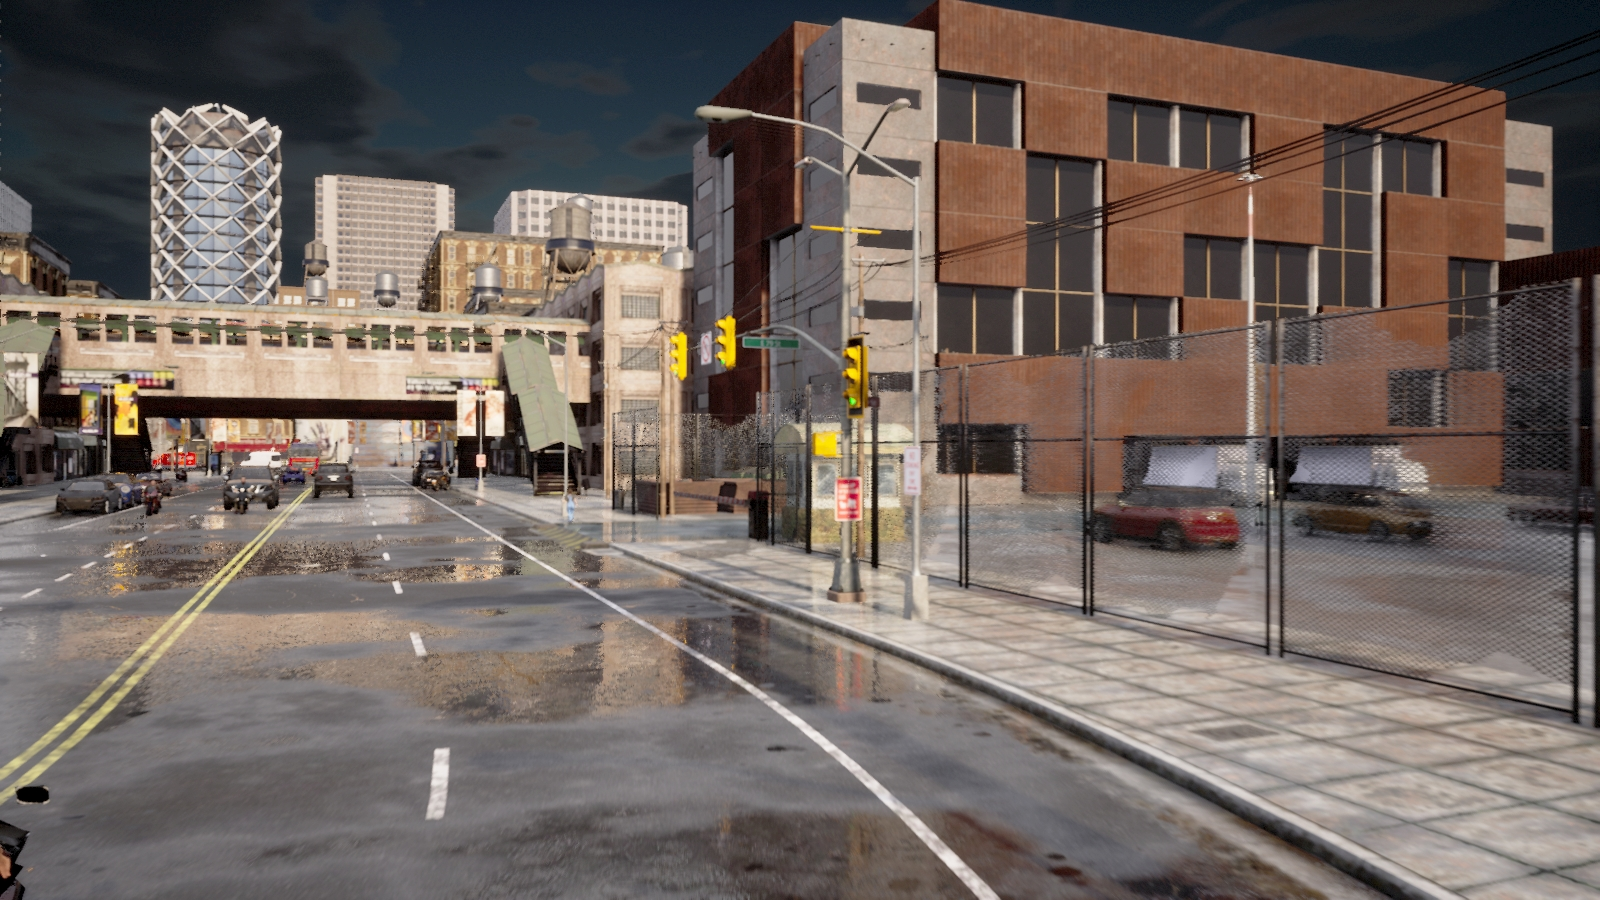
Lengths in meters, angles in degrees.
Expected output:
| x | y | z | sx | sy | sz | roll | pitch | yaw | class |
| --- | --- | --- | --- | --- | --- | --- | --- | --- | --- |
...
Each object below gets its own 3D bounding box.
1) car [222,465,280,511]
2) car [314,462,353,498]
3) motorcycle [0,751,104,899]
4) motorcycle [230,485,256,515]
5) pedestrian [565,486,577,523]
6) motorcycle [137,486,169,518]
| x | y | z | sx | sy | sz | roll | pitch | yaw | class |
| --- | --- | --- | --- | --- | --- | --- | --- | --- | --- |
| -26.512 | 1.786 | 55.359 | 2.150 | 2.045 | 5.566 | 0 | 0 | -22 | car |
| -28.212 | 1.786 | 69.196 | 2.150 | 2.045 | 5.566 | 0 | 0 | -22 | car |
| -3.924 | 2.206 | 4.834 | 0.867 | 1.251 | 2.209 | -1 | 0 | -8 | motorcycle |
| -24.503 | 2.188 | 50.281 | 0.856 | 1.236 | 1.805 | 0 | 0 | -22 | motorcycle |
| -8.316 | 1.978 | 41.462 | 0.375 | 1.300 | 0.375 | 0 | 0 | -25 | pedestrian |
| -27.833 | 2.212 | 49.182 | 0.867 | 1.251 | 2.209 | 0 | 0 | -22 | motorcycle |
